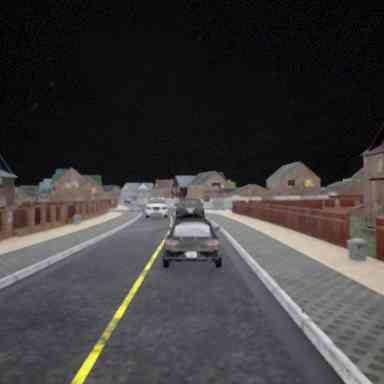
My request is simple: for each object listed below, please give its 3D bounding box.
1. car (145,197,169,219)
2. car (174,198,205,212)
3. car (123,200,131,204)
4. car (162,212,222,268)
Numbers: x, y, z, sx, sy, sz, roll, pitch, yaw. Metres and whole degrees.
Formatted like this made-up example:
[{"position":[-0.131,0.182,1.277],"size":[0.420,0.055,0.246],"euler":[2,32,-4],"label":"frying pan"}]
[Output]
[{"position":[-3.586,1.582,34.280],"size":[2.150,2.045,5.566],"euler":[0,-1,-4],"label":"car"},{"position":[-0.218,1.485,26.064],"size":[2.150,2.045,5.566],"euler":[0,-1,-2],"label":"car"},{"position":[-18.063,2.809,93.863],"size":[1.895,1.301,4.718],"euler":[0,-1,-22],"label":"car"},{"position":[0.037,1.640,11.680],"size":[1.812,1.442,4.674],"euler":[0,-1,1],"label":"car"}]
